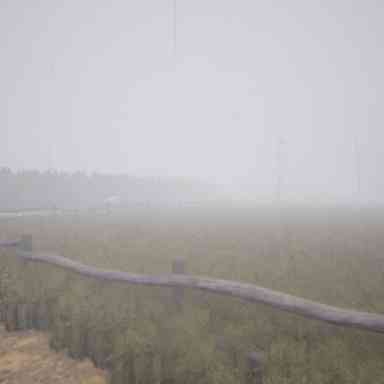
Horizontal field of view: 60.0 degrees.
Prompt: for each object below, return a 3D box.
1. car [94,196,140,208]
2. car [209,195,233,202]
[{"bbox_3d":[-7.218,1.142,32.303,1.882,1.535,5.008,1,0,36],"label":"car"},{"bbox_3d":[4.230,1.251,48.046,2.128,1.511,4.902,1,0,36],"label":"car"}]
